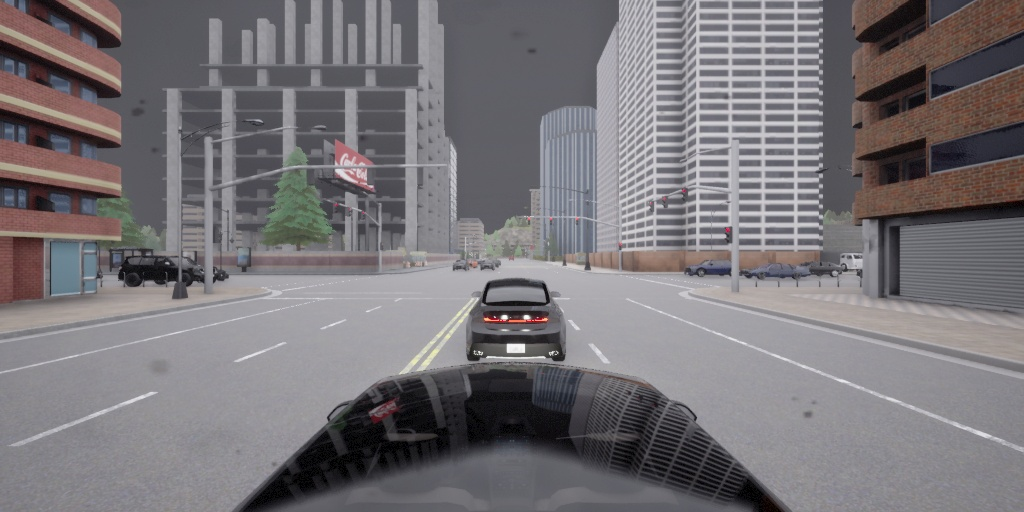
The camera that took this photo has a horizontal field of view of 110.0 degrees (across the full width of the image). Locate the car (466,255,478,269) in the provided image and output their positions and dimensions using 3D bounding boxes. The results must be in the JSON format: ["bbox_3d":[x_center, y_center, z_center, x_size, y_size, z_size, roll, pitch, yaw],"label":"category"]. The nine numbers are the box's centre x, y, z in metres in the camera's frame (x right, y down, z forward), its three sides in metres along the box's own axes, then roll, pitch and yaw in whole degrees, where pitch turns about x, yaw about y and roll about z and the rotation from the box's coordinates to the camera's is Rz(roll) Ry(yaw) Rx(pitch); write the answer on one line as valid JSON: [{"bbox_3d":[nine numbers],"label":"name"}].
[{"bbox_3d":[-6.815,1.102,57.985,2.097,1.767,4.553,0,0,0],"label":"car"}]

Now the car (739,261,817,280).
[{"bbox_3d":[22.803,1.297,31.215,5.357,1.411,2.033,0,0,0],"label":"car"}]

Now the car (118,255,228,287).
[{"bbox_3d":[-22.815,0.972,23.988,5.566,2.045,2.150,0,0,0],"label":"car"}]

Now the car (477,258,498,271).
[{"bbox_3d":[-3.363,1.255,50.309,1.837,1.490,4.892,0,0,0],"label":"car"}]

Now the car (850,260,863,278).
[{"bbox_3d":[32.715,1.314,31.206,4.181,1.385,1.994,0,0,0],"label":"car"}]

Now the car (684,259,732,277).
[{"bbox_3d":[19.212,1.102,34.713,4.553,1.767,2.097,0,0,0],"label":"car"}]

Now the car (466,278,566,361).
[{"bbox_3d":[0.093,1.255,8.247,1.837,1.490,4.892,0,0,1],"label":"car"}]

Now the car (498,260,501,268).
[{"bbox_3d":[-3.297,1.102,60.434,2.097,1.767,4.553,0,0,0],"label":"car"}]

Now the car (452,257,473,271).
[{"bbox_3d":[-6.871,1.255,48.779,1.837,1.490,4.892,0,0,0],"label":"car"}]

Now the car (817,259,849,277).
[{"bbox_3d":[29.062,1.255,34.709,4.892,1.490,1.837,0,0,0],"label":"car"}]

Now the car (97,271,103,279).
[{"bbox_3d":[-34.879,1.297,27.483,5.357,1.411,2.033,0,0,0],"label":"car"}]
